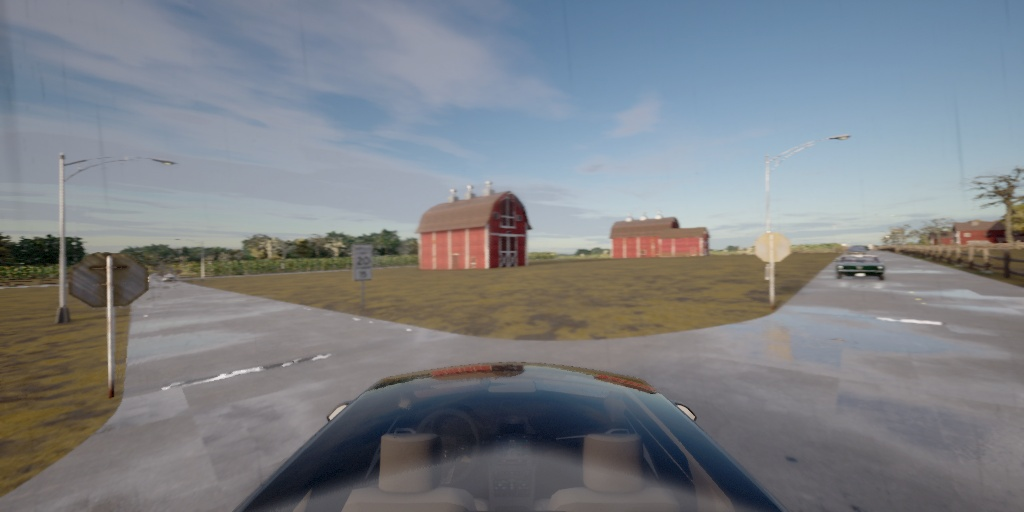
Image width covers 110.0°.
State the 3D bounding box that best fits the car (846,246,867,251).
[{"bbox_3d":[44.805,-0.631,46.653,2.033,1.411,5.357,-1,1,44],"label":"car"}]

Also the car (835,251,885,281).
[{"bbox_3d":[19.009,0.579,19.632,1.895,1.301,4.718,-1,1,44],"label":"car"}]
